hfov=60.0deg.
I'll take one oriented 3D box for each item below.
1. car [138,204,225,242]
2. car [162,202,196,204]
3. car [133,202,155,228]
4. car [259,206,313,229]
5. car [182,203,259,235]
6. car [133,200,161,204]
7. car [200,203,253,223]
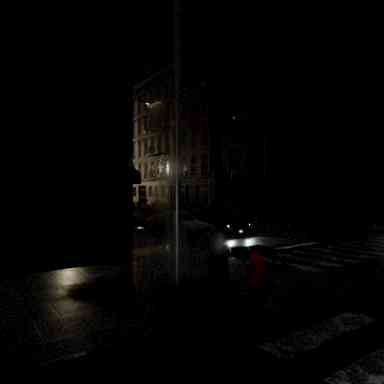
[{"bbox_3d":[-0.713,1.554,16.737,1.752,1.417,4.829,0,0,-35],"label":"car"},{"bbox_3d":[-0.549,1.565,30.341,1.947,1.339,4.313,0,0,-35],"label":"car"},{"bbox_3d":[-3.952,1.584,21.285,2.008,1.369,4.403,0,0,-35],"label":"car"},{"bbox_3d":[5.731,1.557,21.523,1.947,1.339,4.313,0,0,-35],"label":"car"},{"bbox_3d":[1.011,1.565,18.735,2.033,1.411,5.357,0,0,-32],"label":"car"},{"bbox_3d":[-4.906,1.516,27.001,2.128,1.511,4.902,0,0,-35],"label":"car"},{"bbox_3d":[2.591,1.578,25.932,1.802,1.307,4.206,0,0,-35],"label":"car"}]
